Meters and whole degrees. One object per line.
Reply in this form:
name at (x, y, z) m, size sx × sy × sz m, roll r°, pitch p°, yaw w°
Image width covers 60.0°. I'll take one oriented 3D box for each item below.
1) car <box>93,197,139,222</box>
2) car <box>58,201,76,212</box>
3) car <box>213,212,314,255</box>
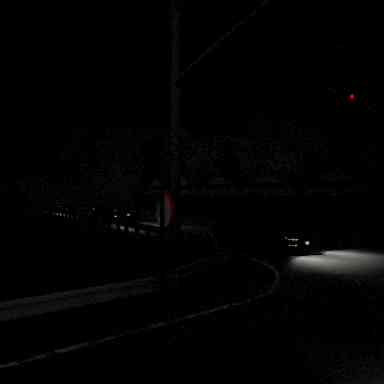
car at (-6.483, 1.414, 27.813) m, size 2.150 × 2.045 × 5.566 m, roll 0°, pitch 0°, yaw -35°
car at (-15.609, 1.787, 41.532) m, size 1.895 × 1.301 × 4.718 m, roll 0°, pitch 0°, yaw -22°
car at (2.941, 1.695, 14.629) m, size 1.837 × 1.490 × 4.892 m, roll 0°, pitch 0°, yaw -37°
